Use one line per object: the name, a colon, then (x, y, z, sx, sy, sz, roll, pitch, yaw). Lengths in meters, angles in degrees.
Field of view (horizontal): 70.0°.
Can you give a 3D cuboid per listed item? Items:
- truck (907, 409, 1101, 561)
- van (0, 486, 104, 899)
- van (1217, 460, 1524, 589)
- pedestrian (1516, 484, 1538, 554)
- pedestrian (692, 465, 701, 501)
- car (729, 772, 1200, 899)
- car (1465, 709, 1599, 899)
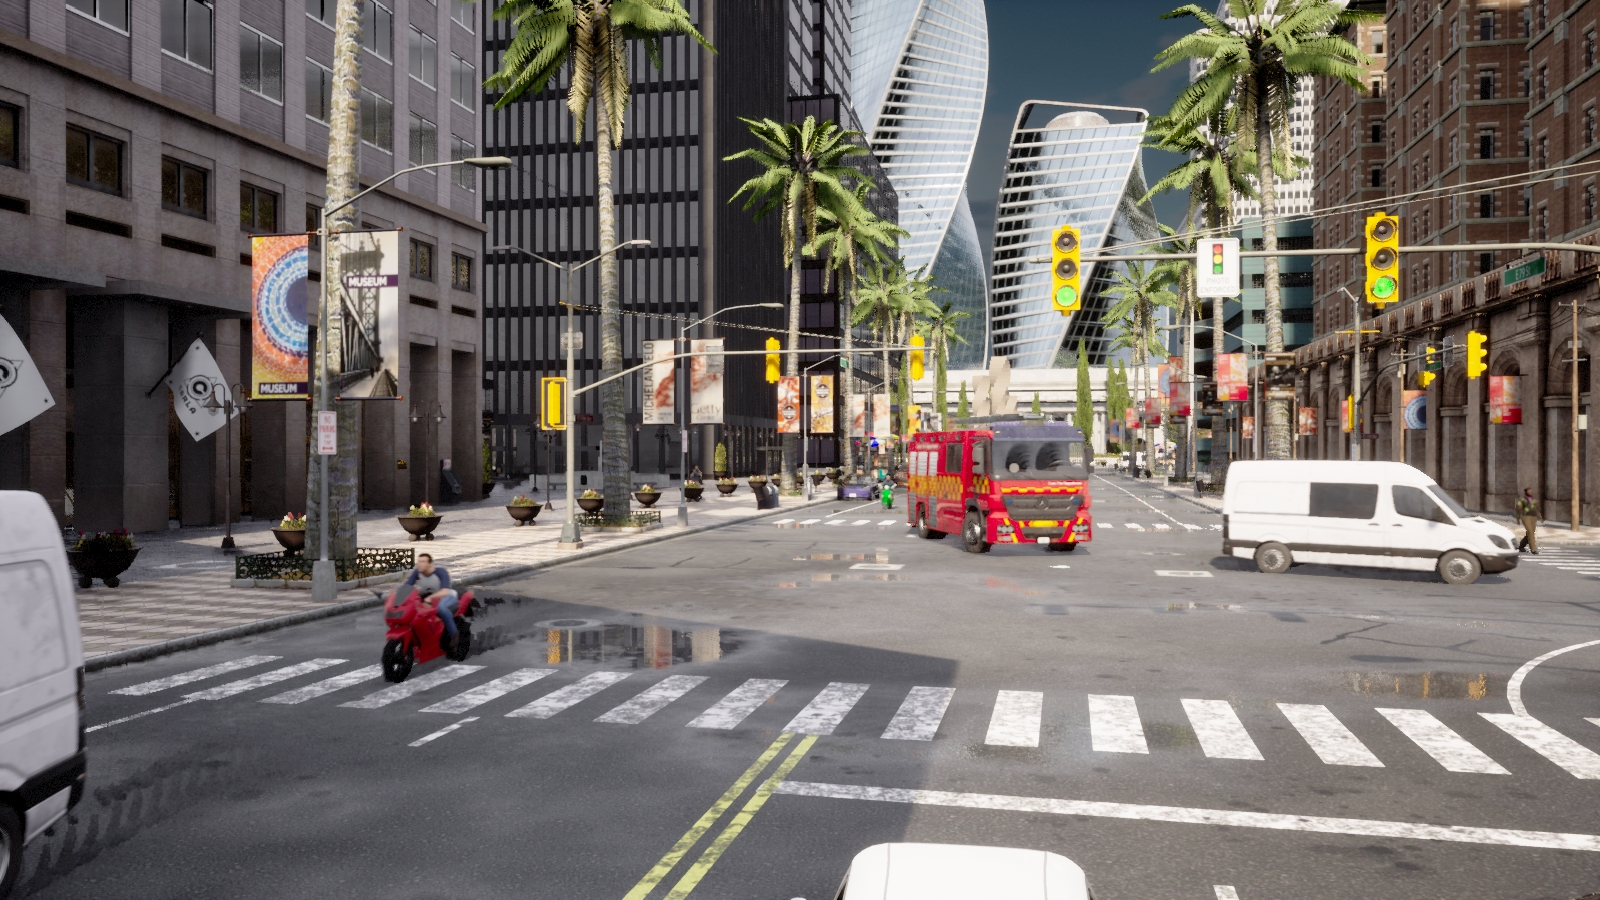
truck: (5.609, 0.891, 33.290, 2.891, 3.827, 8.468, 0, 0, -10)
van: (-5.675, 1.534, 4.982, 1.988, 2.561, 5.915, 0, 0, -4)
van: (12.685, 1.534, 25.643, 5.915, 2.561, 1.988, 0, 0, 36)
pedestrian: (19.533, 1.849, 30.684, 0.375, 1.860, 0.375, 0, 0, 6)
pedestrian: (-5.361, 1.699, 59.099, 0.375, 1.860, 0.375, 0, 0, -27)
car: (0.558, 2.120, 3.852, 1.481, 1.376, 2.207, 0, 0, 9)
car: (3.753, 1.992, 2.525, 2.152, 1.651, 5.027, 0, 0, 7)
